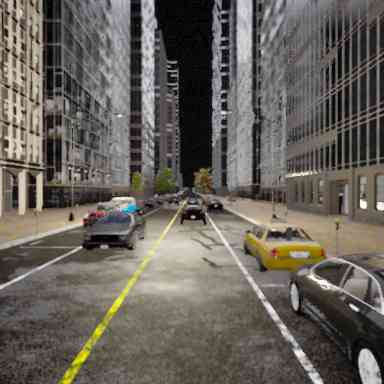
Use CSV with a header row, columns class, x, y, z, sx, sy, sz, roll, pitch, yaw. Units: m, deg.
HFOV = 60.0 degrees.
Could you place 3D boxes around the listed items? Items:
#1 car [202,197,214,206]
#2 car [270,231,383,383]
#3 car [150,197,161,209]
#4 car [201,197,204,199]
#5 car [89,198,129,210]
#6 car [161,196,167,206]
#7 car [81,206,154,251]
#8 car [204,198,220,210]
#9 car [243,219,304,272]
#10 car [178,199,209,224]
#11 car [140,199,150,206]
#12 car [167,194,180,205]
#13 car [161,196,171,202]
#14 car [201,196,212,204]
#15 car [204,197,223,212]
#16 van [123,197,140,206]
class,x,y,z,sx,sy,sz,roll,pitch,yaw
car,2.668,1.570,56.009,1.802,1.307,4.206,0,0,0
car,2.686,1.552,4.775,2.008,1.369,4.403,0,0,0
car,-5.709,1.563,44.630,1.947,1.339,4.313,0,0,0
car,0.085,1.545,42.866,2.033,1.411,5.357,0,0,0
car,-5.701,1.445,21.860,1.967,1.590,4.097,0,0,0
car,-5.712,1.554,56.014,1.947,1.339,4.313,0,0,0
car,-3.107,1.552,14.453,2.033,1.411,5.357,0,0,0
car,2.672,1.541,44.624,1.887,1.381,4.507,0,0,0
car,2.683,1.529,10.639,1.752,1.417,4.829,0,0,0
car,0.091,1.530,24.729,1.812,1.442,4.674,0,0,0
car,-5.705,1.568,33.246,1.947,1.339,4.313,0,0,0
car,-3.079,1.492,56.960,1.837,1.490,4.892,0,0,0
car,-5.718,1.516,73.091,1.887,1.381,4.507,0,0,0
car,2.666,1.528,61.703,1.887,1.381,4.507,0,0,0
car,2.674,1.566,38.932,1.947,1.339,4.313,0,0,0
van,-5.704,1.345,27.551,1.690,1.788,3.998,0,0,0
